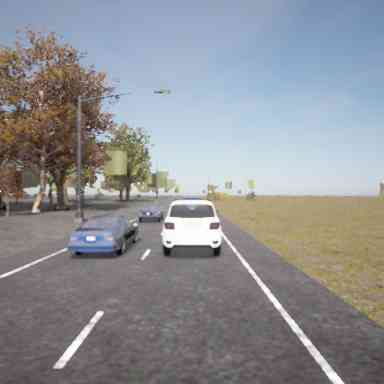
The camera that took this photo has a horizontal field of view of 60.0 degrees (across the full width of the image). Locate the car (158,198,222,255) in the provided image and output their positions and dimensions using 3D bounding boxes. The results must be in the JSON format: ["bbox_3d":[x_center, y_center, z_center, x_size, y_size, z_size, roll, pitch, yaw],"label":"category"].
[{"bbox_3d":[0.001,1.351,14.012,2.150,2.045,5.566,0,0,0],"label":"car"}]

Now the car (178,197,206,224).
[{"bbox_3d":[0.003,1.494,29.013,2.150,2.045,5.566,0,0,0],"label":"car"}]

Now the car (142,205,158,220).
[{"bbox_3d":[-3.497,1.824,29.003,2.033,1.411,5.357,0,-1,0],"label":"car"}]

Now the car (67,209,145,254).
[{"bbox_3d":[-3.497,1.681,14.003,2.033,1.411,5.357,0,-1,0],"label":"car"}]
